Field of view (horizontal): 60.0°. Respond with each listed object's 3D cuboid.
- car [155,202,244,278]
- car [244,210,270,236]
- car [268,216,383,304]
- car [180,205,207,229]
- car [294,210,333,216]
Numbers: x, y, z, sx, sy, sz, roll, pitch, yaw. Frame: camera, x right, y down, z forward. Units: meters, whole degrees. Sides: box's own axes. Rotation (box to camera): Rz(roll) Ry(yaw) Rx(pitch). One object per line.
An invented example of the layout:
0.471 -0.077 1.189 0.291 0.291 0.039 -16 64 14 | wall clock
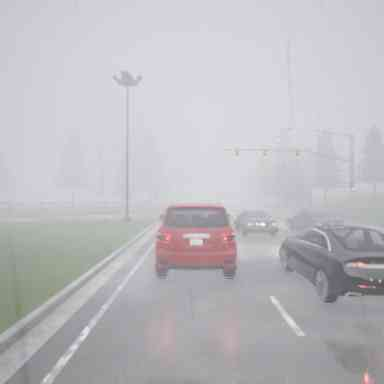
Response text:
0.110 1.327 10.657 2.150 2.045 5.566 0 -1 0 | car
3.621 1.741 19.565 2.033 1.411 5.357 0 -1 0 | car
3.608 1.575 8.328 2.128 1.511 4.902 0 -1 0 | car
0.123 1.771 24.877 1.812 1.442 4.674 0 0 0 | car
7.120 1.743 19.662 2.033 1.411 5.357 0 -1 0 | car
